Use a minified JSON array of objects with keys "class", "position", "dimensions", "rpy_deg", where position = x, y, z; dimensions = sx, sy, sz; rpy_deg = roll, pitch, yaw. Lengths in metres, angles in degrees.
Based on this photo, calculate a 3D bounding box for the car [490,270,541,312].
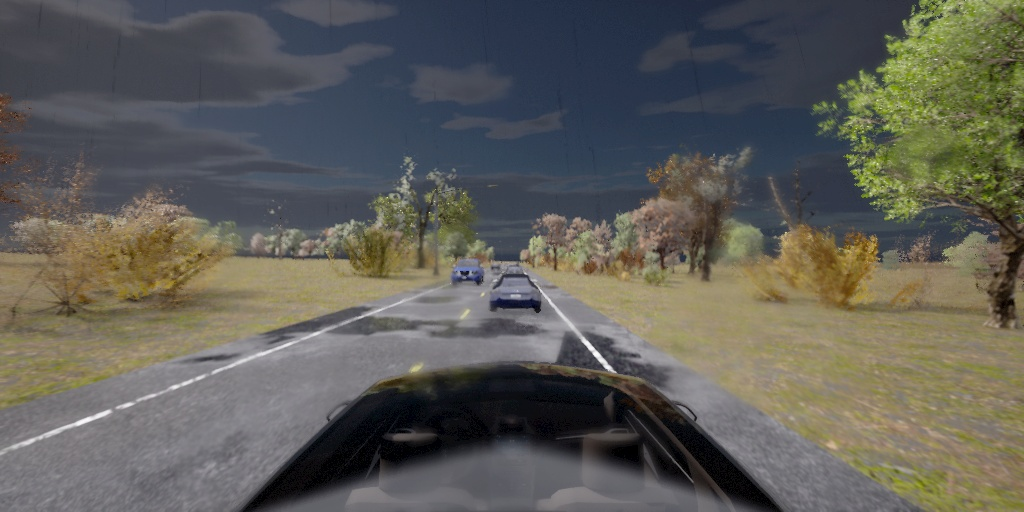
[{"class":"car","position":[0.147,1.460,15.158],"dimensions":[1.994,1.385,4.181],"rpy_deg":[0,-1,0]}]

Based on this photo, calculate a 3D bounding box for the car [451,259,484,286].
[{"class":"car","position":[-3.487,1.274,29.215],"dimensions":[2.150,2.045,5.566],"rpy_deg":[0,-1,0]}]

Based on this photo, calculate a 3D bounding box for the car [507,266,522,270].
[{"class":"car","position":[0.244,1.682,36.464],"dimensions":[2.033,1.411,5.357],"rpy_deg":[0,-1,0]}]
